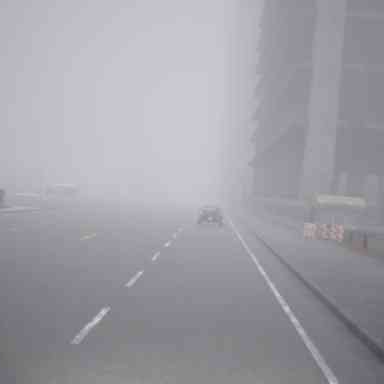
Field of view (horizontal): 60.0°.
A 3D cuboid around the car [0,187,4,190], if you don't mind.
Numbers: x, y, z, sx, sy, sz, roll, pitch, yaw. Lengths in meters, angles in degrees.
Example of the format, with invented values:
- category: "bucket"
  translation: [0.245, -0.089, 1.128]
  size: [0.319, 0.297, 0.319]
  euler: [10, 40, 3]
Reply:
- category: "car"
  translation: [-29.381, -0.622, 48.124]
  size: [3.806, 1.475, 1.970]
  euler: [4, 0, 4]

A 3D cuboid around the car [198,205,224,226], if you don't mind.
- category: "car"
  translation: [1.494, 1.772, 26.257]
  size: [1.812, 1.442, 4.674]
  euler: [4, 0, 4]
